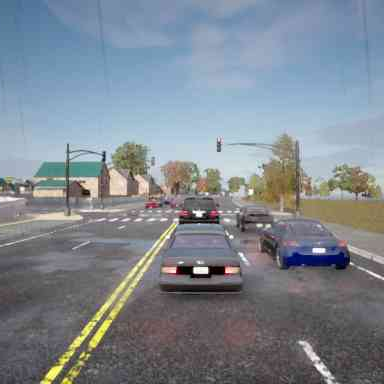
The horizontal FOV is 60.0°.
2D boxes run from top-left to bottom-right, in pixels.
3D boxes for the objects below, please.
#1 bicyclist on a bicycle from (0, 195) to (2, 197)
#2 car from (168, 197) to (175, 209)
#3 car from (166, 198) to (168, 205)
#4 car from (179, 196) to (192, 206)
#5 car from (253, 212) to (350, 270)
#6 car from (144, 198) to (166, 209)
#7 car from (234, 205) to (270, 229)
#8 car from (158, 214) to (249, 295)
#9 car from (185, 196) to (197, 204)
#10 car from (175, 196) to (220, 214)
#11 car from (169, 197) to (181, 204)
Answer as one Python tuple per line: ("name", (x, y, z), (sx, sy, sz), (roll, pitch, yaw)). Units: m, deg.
("bicyclist on a bicycle", (-23.948, 1.036, 41.357), (0.582, 1.620, 1.656), (1, -1, 16))
("car", (-1.847, 1.548, 47.107), (1.882, 1.535, 5.008), (0, 0, 3))
("car", (-4.445, 1.700, 57.548), (1.895, 1.301, 4.718), (0, 0, 4))
("car", (-1.111, 1.576, 58.524), (1.882, 1.535, 5.008), (0, 0, 4))
("car", (3.500, 1.570, 11.102), (1.994, 1.385, 4.181), (0, 0, 1))
("car", (-5.198, 1.671, 45.804), (1.895, 1.301, 4.718), (0, 0, 4))
("car", (3.688, 1.520, 19.994), (1.837, 1.490, 4.892), (0, 0, 3))
("car", (0.204, 1.553, 8.891), (2.033, 1.411, 5.357), (0, 0, 1))
("car", (-0.111, 1.662, 70.771), (2.128, 1.511, 4.902), (0, 0, 5))
("car", (0.421, 1.237, 19.138), (2.150, 2.045, 5.566), (0, 0, 1))
("car", (-3.500, 1.733, 69.181), (1.895, 1.301, 4.718), (0, 0, 4))
